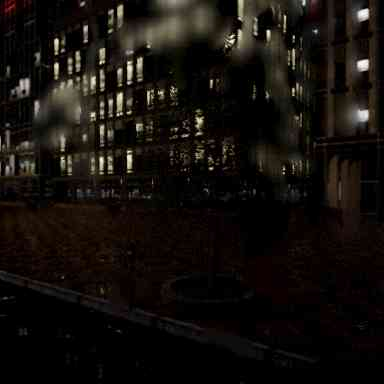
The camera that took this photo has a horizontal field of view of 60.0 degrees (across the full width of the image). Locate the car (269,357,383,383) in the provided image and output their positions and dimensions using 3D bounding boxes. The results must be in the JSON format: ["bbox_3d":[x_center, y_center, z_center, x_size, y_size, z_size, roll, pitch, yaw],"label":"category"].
[{"bbox_3d":[2.320,1.544,1.214,4.507,1.381,1.887,0,0,36],"label":"car"}]
